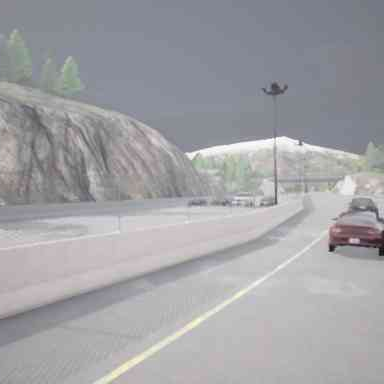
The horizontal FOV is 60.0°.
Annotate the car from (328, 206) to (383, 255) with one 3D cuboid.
[{"bbox_3d":[6.506,1.459,13.038,1.812,1.442,4.674,0,0,30],"label":"car"}]

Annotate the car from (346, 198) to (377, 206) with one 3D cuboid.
[{"bbox_3d":[13.385,1.214,26.240,2.097,1.767,4.553,0,0,26],"label":"car"}]
